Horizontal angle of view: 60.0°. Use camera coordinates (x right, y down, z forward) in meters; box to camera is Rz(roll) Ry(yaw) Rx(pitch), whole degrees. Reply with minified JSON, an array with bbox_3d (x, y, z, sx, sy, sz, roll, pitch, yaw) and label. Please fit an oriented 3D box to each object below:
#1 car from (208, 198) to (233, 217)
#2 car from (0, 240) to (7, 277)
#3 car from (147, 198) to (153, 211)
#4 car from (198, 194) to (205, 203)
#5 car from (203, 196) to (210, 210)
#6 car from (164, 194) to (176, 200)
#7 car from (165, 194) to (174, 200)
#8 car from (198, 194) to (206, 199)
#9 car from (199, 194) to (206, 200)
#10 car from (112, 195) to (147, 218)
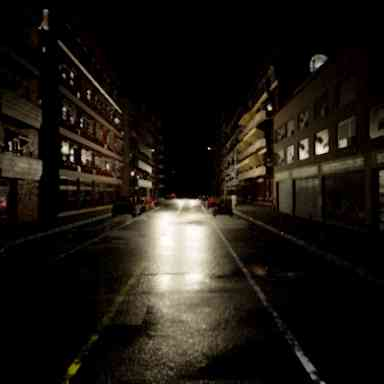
[{"bbox_3d":[2.682,1.448,29.903,1.752,1.417,4.829,0,0,0],"label":"car"},{"bbox_3d":[-5.692,1.564,7.189,1.802,1.307,4.206,0,0,0],"label":"car"},{"bbox_3d":[-5.701,1.348,35.370,1.967,1.590,4.097,0,0,0],"label":"car"},{"bbox_3d":[2.671,1.383,63.550,2.008,1.369,4.403,0,0,0],"label":"car"},{"bbox_3d":[2.678,1.438,41.006,1.887,1.381,4.507,0,0,0],"label":"car"},{"bbox_3d":[-5.716,1.336,80.460,2.008,1.369,4.403,0,0,0],"label":"car"},{"bbox_3d":[-5.718,1.320,86.096,2.008,1.369,4.403,0,0,0],"label":"car"},{"bbox_3d":[2.661,1.320,91.731,1.947,1.339,4.313,0,0,0],"label":"car"},{"bbox_3d":[2.664,1.294,86.265,1.752,1.417,4.829,0,0,0],"label":"car"},{"bbox_3d":[-5.698,1.238,29.734,2.192,1.841,5.009,0,0,0],"label":"car"}]
